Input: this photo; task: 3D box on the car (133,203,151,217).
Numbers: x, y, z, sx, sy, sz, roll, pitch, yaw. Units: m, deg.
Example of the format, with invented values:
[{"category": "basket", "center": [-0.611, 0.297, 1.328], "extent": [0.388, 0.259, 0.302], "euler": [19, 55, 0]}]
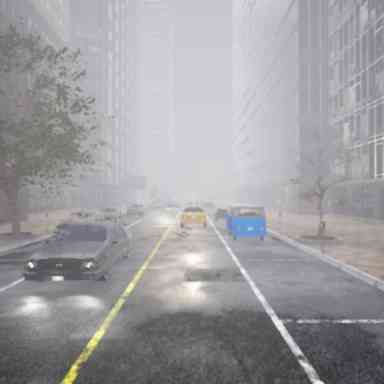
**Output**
[{"category": "car", "center": [-5.658, 1.845, 34.390], "extent": [1.802, 1.307, 4.206], "euler": [0, 0, 0]}]

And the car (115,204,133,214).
[{"category": "car", "center": [-5.669, 1.734, 23.005], "extent": [2.008, 1.369, 4.403], "euler": [0, 0, 0]}]

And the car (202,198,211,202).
[{"category": "car", "center": [2.746, 1.995, 57.148], "extent": [1.802, 1.307, 4.206], "euler": [0, 0, 0]}]

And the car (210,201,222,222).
[{"category": "car", "center": [2.717, 1.776, 28.686], "extent": [2.008, 1.369, 4.403], "euler": [0, 0, 0]}]

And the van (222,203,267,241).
[{"category": "van", "center": [2.706, 1.482, 17.302], "extent": [1.690, 1.788, 3.998], "euler": [0, 0, 0]}]

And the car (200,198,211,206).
[{"category": "car", "center": [2.757, 2.039, 68.532], "extent": [2.008, 1.369, 4.403], "euler": [0, 0, 0]}]

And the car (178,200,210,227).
[{"category": "car", "center": [0.124, 1.650, 24.478], "extent": [1.801, 1.575, 5.366], "euler": [0, 0, 0]}]

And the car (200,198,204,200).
[{"category": "car", "center": [0.140, 1.860, 41.818], "extent": [2.033, 1.411, 5.357], "euler": [0, 0, 0]}]

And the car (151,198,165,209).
[{"category": "car", "center": [-5.641, 1.957, 51.467], "extent": [1.802, 1.307, 4.206], "euler": [0, 0, 0]}]

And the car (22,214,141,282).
[{"category": "car", "center": [-3.092, 1.632, 10.327], "extent": [2.033, 1.411, 5.357], "euler": [0, 0, 0]}]

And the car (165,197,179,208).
[{"category": "car", "center": [-3.016, 1.957, 54.301], "extent": [1.994, 1.385, 4.181], "euler": [0, 0, 0]}]

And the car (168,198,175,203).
[{"category": "car", "center": [-5.601, 2.207, 91.315], "extent": [1.802, 1.307, 4.206], "euler": [0, 0, 0]}]

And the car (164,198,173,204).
[{"category": "car", "center": [-5.613, 2.142, 79.927], "extent": [1.802, 1.307, 4.206], "euler": [0, 0, 0]}]

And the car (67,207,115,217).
[{"category": "car", "center": [-5.675, 1.691, 17.313], "extent": [2.008, 1.369, 4.403], "euler": [0, 0, 0]}]

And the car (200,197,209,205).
[{"category": "car", "center": [2.763, 1.965, 74.225], "extent": [1.967, 1.590, 4.097], "euler": [0, 0, 0]}]

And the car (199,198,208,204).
[{"category": "car", "center": [2.768, 2.112, 79.917], "extent": [2.008, 1.369, 4.403], "euler": [0, 0, 0]}]
